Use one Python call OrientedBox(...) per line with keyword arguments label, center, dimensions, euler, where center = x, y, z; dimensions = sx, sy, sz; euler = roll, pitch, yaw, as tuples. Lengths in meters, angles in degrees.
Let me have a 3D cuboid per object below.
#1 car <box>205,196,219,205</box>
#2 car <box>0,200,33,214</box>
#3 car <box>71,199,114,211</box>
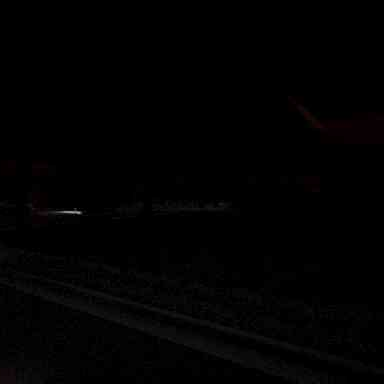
OrientedBox(label="car", center=(3.486, 1.505, 58.535), dimensions=(1.837, 1.490, 4.892), euler=(0, 0, 14))
OrientedBox(label="car", center=(-17.750, 1.526, 32.082), dimensions=(1.812, 1.442, 4.674), euler=(0, 0, 34))
OrientedBox(label="car", center=(-11.990, 1.547, 40.650), dimensions=(2.033, 1.411, 5.357), euler=(0, 0, 34))
